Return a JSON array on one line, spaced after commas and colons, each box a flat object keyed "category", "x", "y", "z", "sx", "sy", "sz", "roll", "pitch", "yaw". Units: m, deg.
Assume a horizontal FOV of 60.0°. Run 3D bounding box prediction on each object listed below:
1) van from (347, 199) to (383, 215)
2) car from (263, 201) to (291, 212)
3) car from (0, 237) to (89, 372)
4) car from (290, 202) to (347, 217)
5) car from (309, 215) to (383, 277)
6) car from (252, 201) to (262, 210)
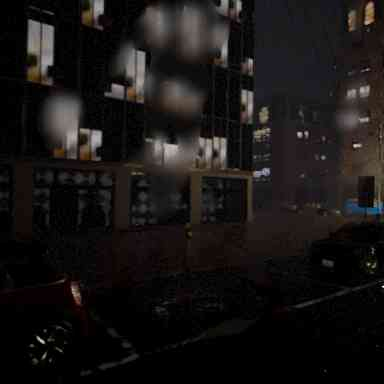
[{"category": "van", "x": 19.279, "y": 1.715, "z": 37.574, "sx": 1.690, "sy": 1.788, "sz": 3.998, "roll": 1, "pitch": -1, "yaw": -35}, {"category": "car", "x": 12.846, "y": 1.977, "z": 46.825, "sx": 1.752, "sy": 1.417, "sz": 4.829, "roll": 1, "pitch": -1, "yaw": -35}, {"category": "car", "x": -3.514, "y": 1.437, "z": 4.039, "sx": 4.097, "sy": 1.590, "sz": 1.967, "roll": 0, "pitch": 1, "yaw": -36}, {"category": "car", "x": 12.393, "y": 1.767, "z": 32.793, "sx": 2.008, "sy": 1.369, "sz": 4.403, "roll": 1, "pitch": -1, "yaw": -35}, {"category": "car", "x": 5.559, "y": 1.620, "z": 10.516, "sx": 4.313, "sy": 1.339, "sz": 1.947, "roll": 0, "pitch": 1, "yaw": -36}, {"category": "car", "x": 9.776, "y": 2.055, "z": 51.242, "sx": 1.947, "sy": 1.339, "sz": 4.313, "roll": 1, "pitch": -1, "yaw": -35}]
